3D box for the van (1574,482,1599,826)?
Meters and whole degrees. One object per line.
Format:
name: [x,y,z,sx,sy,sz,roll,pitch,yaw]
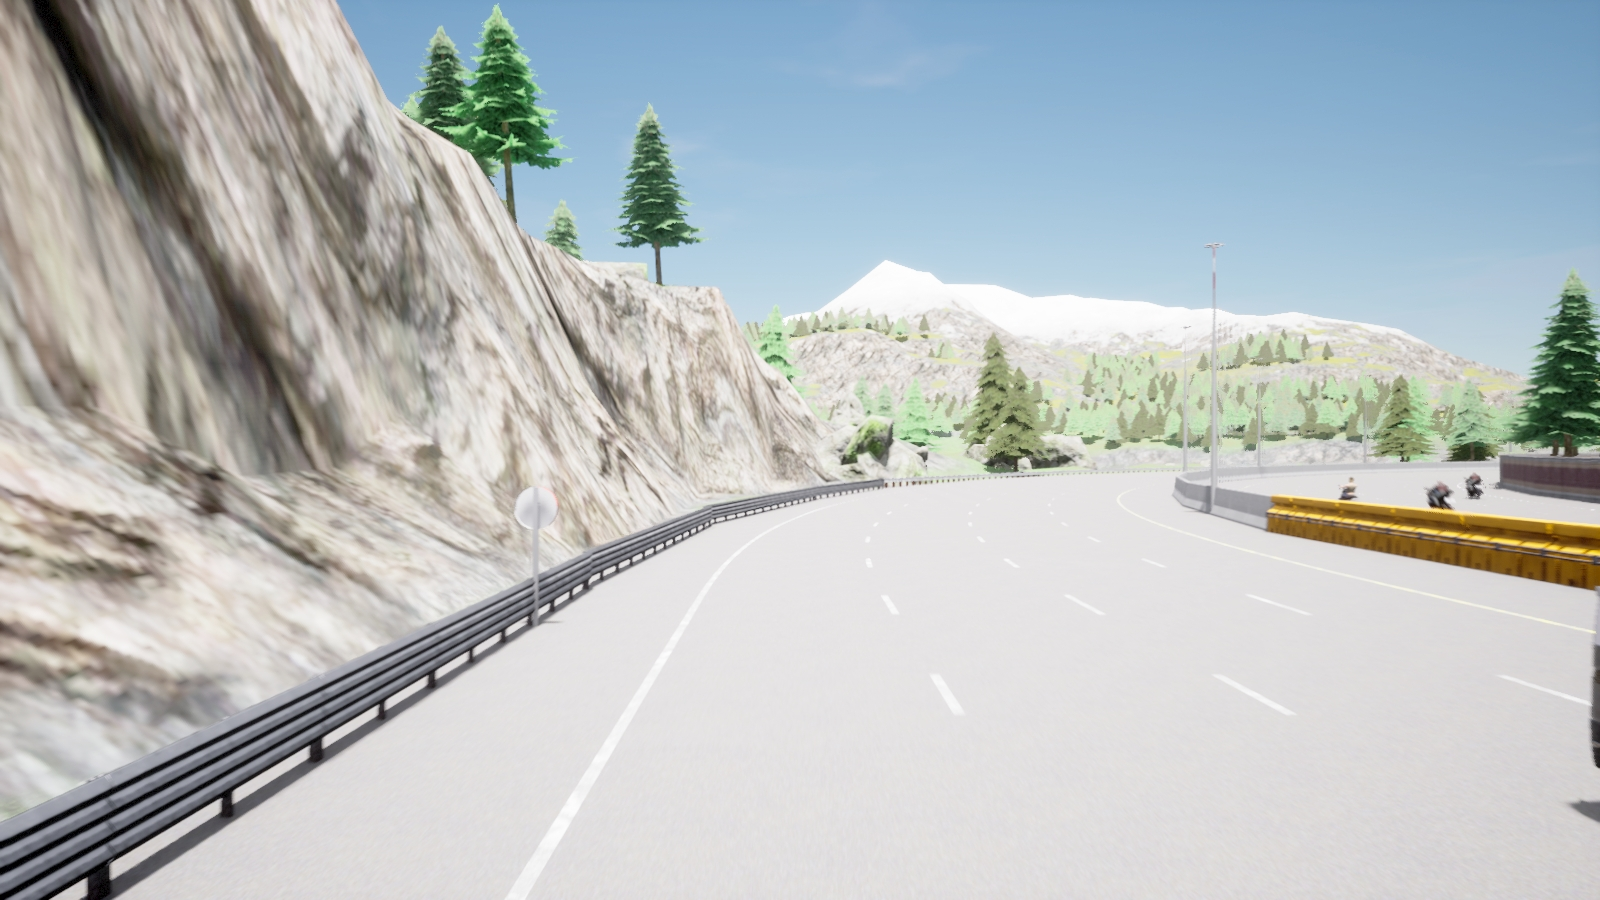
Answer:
van: [6.990,1.529,5.872,1.988,2.561,5.915,0,0,0]
